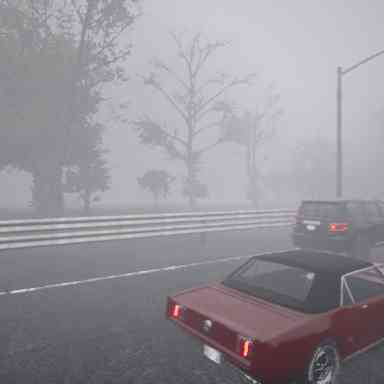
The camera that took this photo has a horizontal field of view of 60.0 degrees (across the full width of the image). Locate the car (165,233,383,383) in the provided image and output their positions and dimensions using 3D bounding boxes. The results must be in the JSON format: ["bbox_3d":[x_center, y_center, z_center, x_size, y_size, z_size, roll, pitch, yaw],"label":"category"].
[{"bbox_3d":[2.050,1.608,5.165,4.718,1.301,1.895,0,0,-35],"label":"car"}]

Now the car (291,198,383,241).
[{"bbox_3d":[6.026,1.241,12.192,5.566,2.045,2.150,0,0,-35],"label":"car"}]
